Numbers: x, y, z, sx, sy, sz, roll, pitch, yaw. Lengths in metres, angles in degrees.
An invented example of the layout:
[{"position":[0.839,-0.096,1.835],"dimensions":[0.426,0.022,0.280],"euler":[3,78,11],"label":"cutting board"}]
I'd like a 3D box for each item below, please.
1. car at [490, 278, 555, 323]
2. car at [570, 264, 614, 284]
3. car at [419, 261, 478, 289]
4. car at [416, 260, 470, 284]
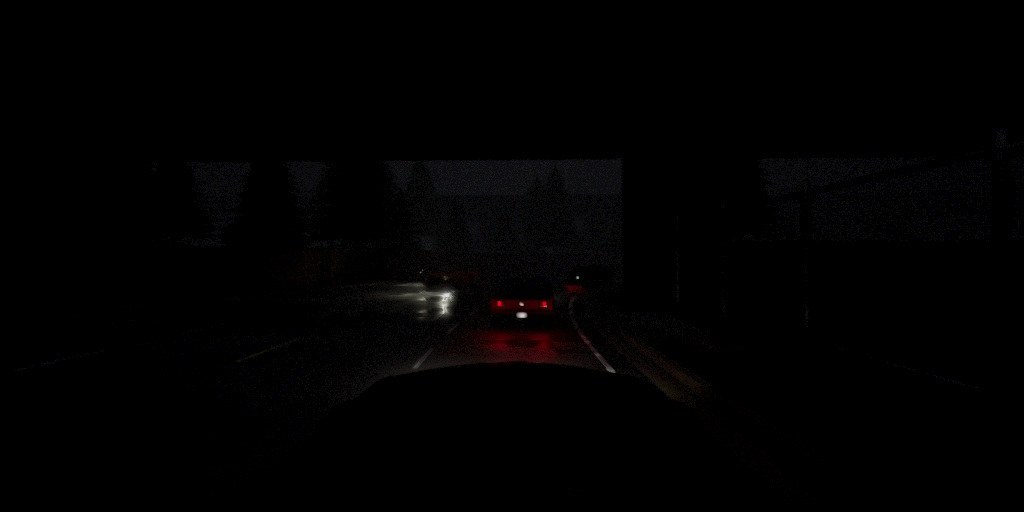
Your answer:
[{"position":[0.507,1.400,12.384],"dimensions":[1.895,1.301,4.718],"euler":[0,0,6],"label":"car"},{"position":[6.480,1.381,28.791],"dimensions":[1.837,1.490,4.892],"euler":[-2,-2,40],"label":"car"},{"position":[-4.035,1.333,24.458],"dimensions":[1.882,1.535,5.008],"euler":[0,0,20],"label":"car"},{"position":[-5.597,1.232,29.718],"dimensions":[2.097,1.767,4.553],"euler":[0,0,27],"label":"car"}]
